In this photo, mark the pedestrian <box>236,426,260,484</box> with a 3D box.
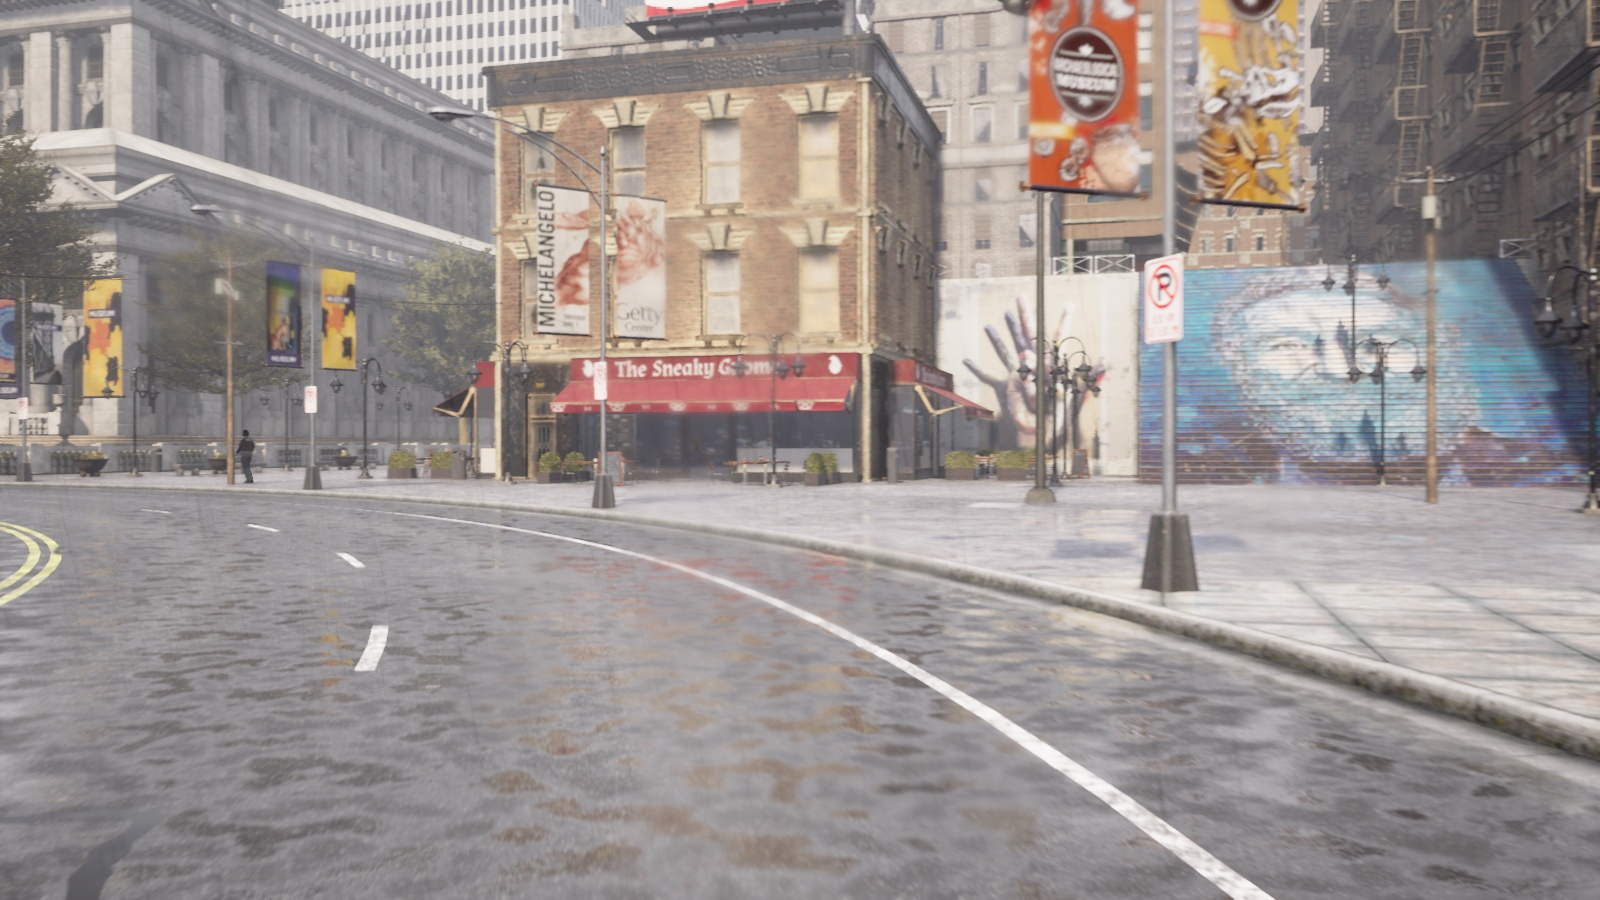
[{"bbox_3d":[-18.560,0.171,42.209,0.666,1.930,0.402,0,0,24],"label":"pedestrian"}]
